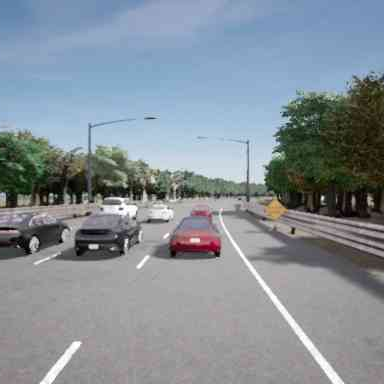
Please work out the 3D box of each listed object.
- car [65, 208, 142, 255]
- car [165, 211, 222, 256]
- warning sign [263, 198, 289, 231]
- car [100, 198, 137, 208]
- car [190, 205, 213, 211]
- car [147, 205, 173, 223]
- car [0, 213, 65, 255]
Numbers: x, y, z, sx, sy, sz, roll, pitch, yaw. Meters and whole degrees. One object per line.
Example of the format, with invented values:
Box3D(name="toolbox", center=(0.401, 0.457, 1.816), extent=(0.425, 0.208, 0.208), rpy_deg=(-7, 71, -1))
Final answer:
Box3D(name="car", center=(-3.328, 1.646, 13.923), extent=(1.837, 1.490, 4.892), rpy_deg=(0, 0, 2))
Box3D(name="car", center=(0.170, 1.702, 13.813), extent=(1.994, 1.385, 4.181), rpy_deg=(0, -1, 2))
Box3D(name="warning sign", center=(4.911, 1.318, 19.594), extent=(1.300, 1.860, 1.060), rpy_deg=(0, -1, 2))
Box3D(name="car", center=(-6.209, 1.523, 28.669), extent=(2.150, 2.045, 5.566), rpy_deg=(0, -1, 3))
Box3D(name="car", center=(0.806, 1.834, 28.607), extent=(1.812, 1.442, 4.674), rpy_deg=(0, -1, 4))
Box3D(name="car", center=(-2.687, 1.836, 28.826), extent=(1.812, 1.442, 4.674), rpy_deg=(0, -1, 4))
Box3D(name="car", center=(-6.827, 1.631, 14.009), extent=(2.128, 1.511, 4.902), rpy_deg=(0, -1, 2))
